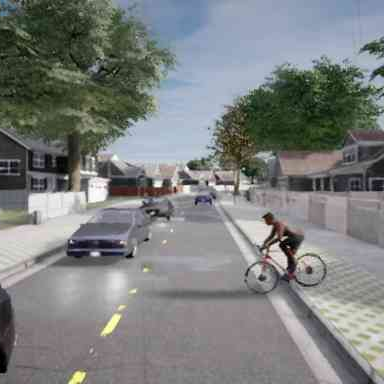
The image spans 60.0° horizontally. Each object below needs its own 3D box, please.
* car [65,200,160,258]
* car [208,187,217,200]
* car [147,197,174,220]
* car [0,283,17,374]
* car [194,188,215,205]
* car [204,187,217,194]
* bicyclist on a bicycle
[{"bbox_3d":[-2.569,1.242,11.700,2.033,1.411,5.357,0,1,2],"label":"car"},{"bbox_3d":[2.427,0.136,47.833,2.097,1.767,4.553,0,1,7],"label":"car"},{"bbox_3d":[-2.275,1.006,21.720,1.994,1.385,4.181,0,1,2],"label":"car"},{"bbox_3d":[-2.848,1.438,1.602,2.128,1.511,4.902,0,1,2],"label":"car"},{"bbox_3d":[1.293,0.611,36.155,1.812,1.442,4.674,0,2,4],"label":"car"},{"bbox_3d":[4.036,-0.320,72.708,1.994,1.385,4.181,0,1,14],"label":"car"},{"bbox_3d":[1.807,1.194,6.667,1.656,1.620,0.582,-9,1,2],"label":"bicyclist on a bicycle"}]
